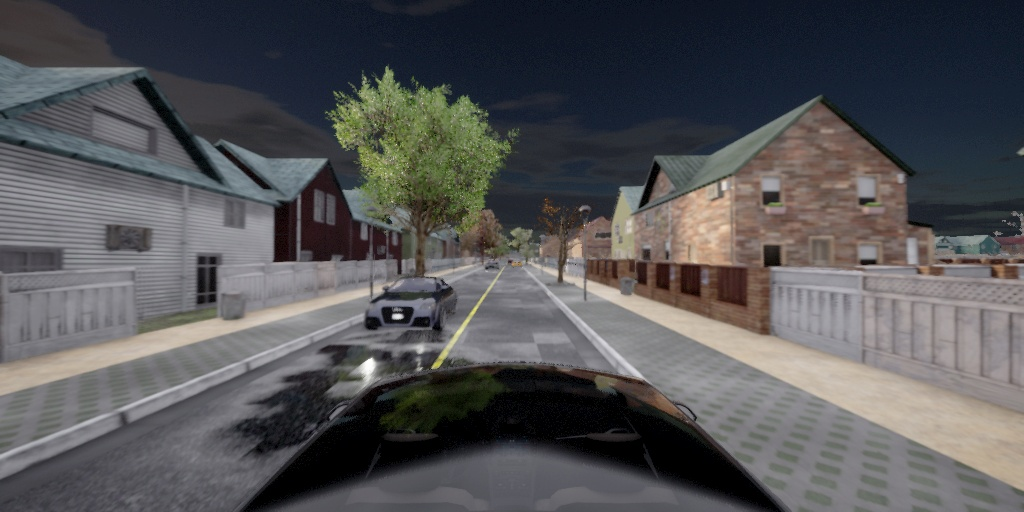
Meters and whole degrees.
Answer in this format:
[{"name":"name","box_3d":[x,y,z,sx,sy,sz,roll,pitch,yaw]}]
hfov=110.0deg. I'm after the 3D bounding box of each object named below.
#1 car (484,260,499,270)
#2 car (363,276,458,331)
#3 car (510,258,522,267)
[{"name":"car","box_3d":[-2.838,1.313,51.328,1.994,1.385,4.181,0,0,0]},{"name":"car","box_3d":[-2.842,1.312,10.888,1.994,1.385,4.181,0,0,0]},{"name":"car","box_3d":[0.939,1.210,65.130,1.801,1.575,5.366,0,0,0]}]
